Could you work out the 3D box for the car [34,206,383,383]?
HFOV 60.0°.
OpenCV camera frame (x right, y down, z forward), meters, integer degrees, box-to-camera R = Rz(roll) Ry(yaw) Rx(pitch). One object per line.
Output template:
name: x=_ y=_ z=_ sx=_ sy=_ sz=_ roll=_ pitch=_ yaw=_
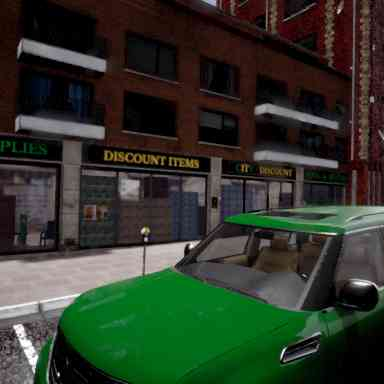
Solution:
car: x=1.271 y=1.224 z=3.850 sx=5.566 sy=2.045 sz=2.150 roll=0 pitch=0 yaw=-35
